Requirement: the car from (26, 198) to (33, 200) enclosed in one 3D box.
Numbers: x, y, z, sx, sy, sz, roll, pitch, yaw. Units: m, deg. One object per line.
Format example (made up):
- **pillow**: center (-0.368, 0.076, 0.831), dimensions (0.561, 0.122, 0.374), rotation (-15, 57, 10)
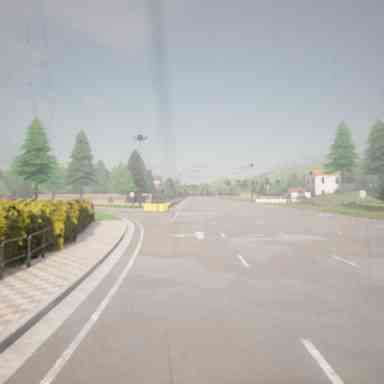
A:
- **car**: center (-37.142, 2.212, 76.292), dimensions (4.902, 1.511, 2.128), rotation (0, -1, 40)
